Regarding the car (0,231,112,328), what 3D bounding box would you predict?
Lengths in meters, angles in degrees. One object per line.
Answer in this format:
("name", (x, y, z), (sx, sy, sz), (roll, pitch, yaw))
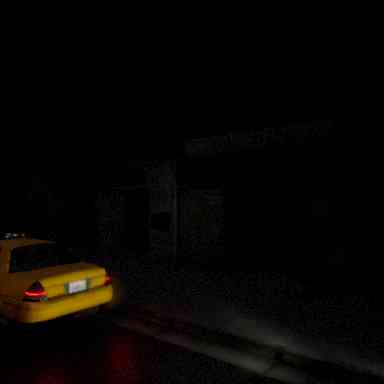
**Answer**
("car", (-4.037, 1.647, 7.312), (5.366, 1.575, 1.801), (-1, -2, 37))
